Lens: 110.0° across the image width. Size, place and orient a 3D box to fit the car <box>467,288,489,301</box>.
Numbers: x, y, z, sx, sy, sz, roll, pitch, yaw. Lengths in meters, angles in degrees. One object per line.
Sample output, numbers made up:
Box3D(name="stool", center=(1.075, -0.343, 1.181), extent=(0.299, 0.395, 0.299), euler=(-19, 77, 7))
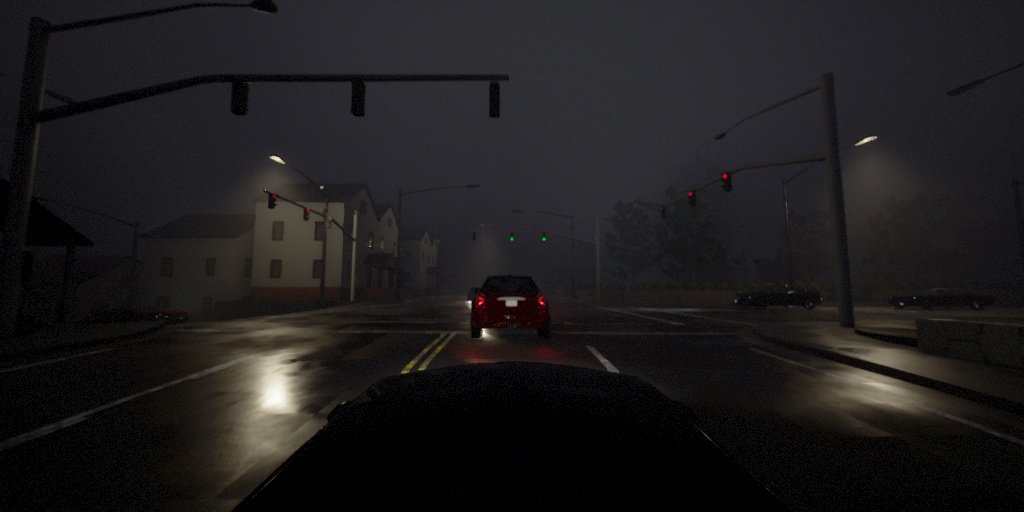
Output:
Box3D(name="car", center=(-3.596, 4.107, 38.724), extent=(1.994, 1.385, 4.181), euler=(0, -5, 0))

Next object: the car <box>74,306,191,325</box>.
Box3D(name="car", center=(-19.889, 3.369, 18.896), extent=(5.008, 1.535, 1.882), euler=(-9, -5, 0))

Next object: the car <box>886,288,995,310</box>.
Box3D(name="car", center=(26.184, 2.637, 22.071), extent=(4.718, 1.301, 1.895), euler=(0, -5, 1))

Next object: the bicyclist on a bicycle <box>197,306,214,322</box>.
Box3D(name="bicyclist on a bicycle", center=(-25.505, 4.991, 29.822), extent=(0.582, 1.620, 1.656), euler=(-7, -5, 0))

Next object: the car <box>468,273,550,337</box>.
Box3D(name="car", center=(-0.220, 1.385, 11.280), extent=(2.097, 1.767, 4.553), euler=(1, -4, -6))

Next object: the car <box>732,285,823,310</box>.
Box3D(name="car", center=(16.314, 2.541, 22.221), extent=(4.902, 1.511, 2.128), euler=(0, -5, 1))
